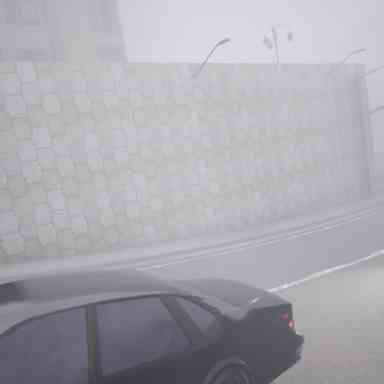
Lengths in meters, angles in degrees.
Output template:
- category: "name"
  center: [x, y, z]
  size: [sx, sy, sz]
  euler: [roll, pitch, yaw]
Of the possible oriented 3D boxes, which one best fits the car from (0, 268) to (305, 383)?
- category: "car"
  center: [-1.260, 1.544, 3.030]
  size: [5.357, 1.411, 2.033]
  euler: [0, 0, -35]
